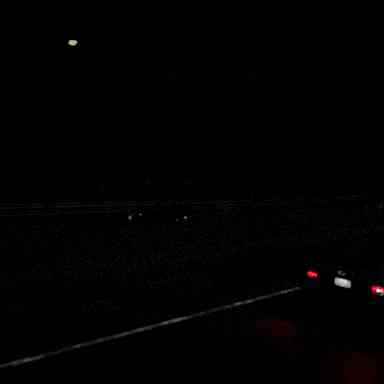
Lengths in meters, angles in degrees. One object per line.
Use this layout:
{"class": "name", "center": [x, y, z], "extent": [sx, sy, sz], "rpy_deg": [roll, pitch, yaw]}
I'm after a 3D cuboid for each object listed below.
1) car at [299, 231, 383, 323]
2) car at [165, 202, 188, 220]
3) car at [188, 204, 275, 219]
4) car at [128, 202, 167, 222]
{"class": "car", "center": [4.545, 1.542, 6.941], "extent": [5.357, 1.411, 2.033], "rpy_deg": [0, 0, -35]}
{"class": "car", "center": [0.708, 1.540, 21.578], "extent": [4.181, 1.385, 1.994], "rpy_deg": [0, 0, -35]}
{"class": "car", "center": [2.509, 1.456, 18.569], "extent": [5.008, 1.535, 1.882], "rpy_deg": [0, 0, -35]}
{"class": "car", "center": [-2.159, 1.469, 23.845], "extent": [4.902, 1.511, 2.128], "rpy_deg": [0, 0, -35]}
